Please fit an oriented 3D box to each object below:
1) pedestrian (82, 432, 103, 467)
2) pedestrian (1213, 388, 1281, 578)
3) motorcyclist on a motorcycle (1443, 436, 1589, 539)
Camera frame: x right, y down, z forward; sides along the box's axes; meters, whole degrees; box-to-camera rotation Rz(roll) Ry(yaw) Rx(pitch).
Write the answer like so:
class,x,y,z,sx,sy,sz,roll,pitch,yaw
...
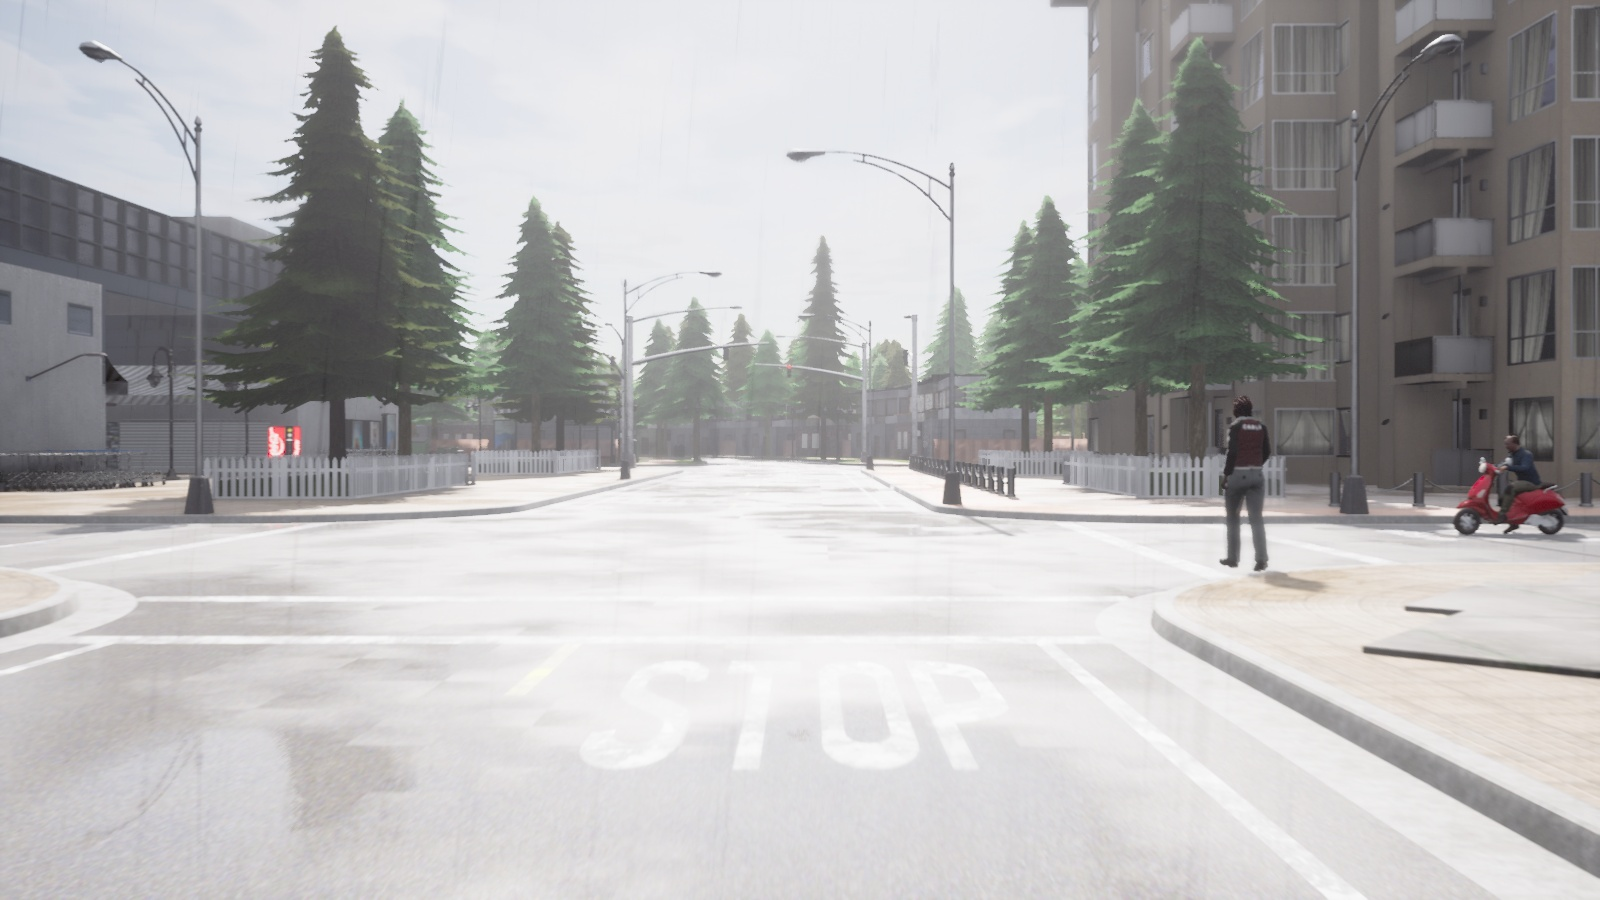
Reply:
class,x,y,z,sx,sy,sz,roll,pitch,yaw
pedestrian,-39.059,-0.030,69.316,0.849,1.883,0.563,0,0,0
pedestrian,4.656,0.331,13.114,0.402,1.930,0.666,0,0,-8
motorcyclist on a motorcycle,11.324,0.582,19.914,1.817,1.590,0.866,0,0,1
